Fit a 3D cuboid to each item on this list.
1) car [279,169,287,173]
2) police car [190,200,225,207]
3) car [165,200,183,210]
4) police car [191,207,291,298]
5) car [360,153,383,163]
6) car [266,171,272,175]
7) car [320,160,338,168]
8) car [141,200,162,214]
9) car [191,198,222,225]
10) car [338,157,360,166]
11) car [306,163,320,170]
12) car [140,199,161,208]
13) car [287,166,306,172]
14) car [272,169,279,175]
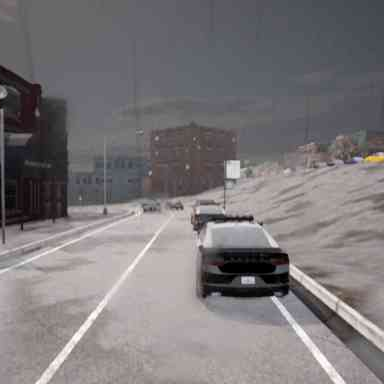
[{"bbox_3d":[21.085,-4.324,71.803,2.002,1.452,4.674,0,1,-1],"label":"car"},{"bbox_3d":[0.976,1.394,18.666,1.930,1.638,5.238,0,0,0],"label":"police car"},{"bbox_3d":[-2.482,1.787,46.248,1.812,1.442,4.674,0,-1,-16],"label":"car"},{"bbox_3d":[1.016,1.407,8.661,1.930,1.638,5.238,0,0,0],"label":"police car"},{"bbox_3d":[22.290,-3.833,38.782,2.097,1.535,5.008,0,1,-4],"label":"car"},{"bbox_3d":[20.796,-4.636,82.993,2.185,1.767,4.553,0,1,-1],"label":"car"},{"bbox_3d":[21.660,-4.051,49.858,2.231,1.521,4.892,0,1,-2],"label":"car"},{"bbox_3d":[-4.436,1.685,37.296,1.994,1.385,4.181,0,-1,-8],"label":"car"},{"bbox_3d":[0.951,1.337,24.531,2.097,1.767,4.553,0,0,0],"label":"car"},{"bbox_3d":[21.916,-3.905,44.317,2.002,1.452,4.674,0,1,-3],"label":"car"},{"bbox_3d":[21.509,-4.139,55.375,2.231,1.521,4.892,0,1,-1],"label":"car"},{"bbox_3d":[-7.404,2.117,58.844,1.837,1.490,4.892,-1,-2,-31],"label":"car"},{"bbox_3d":[21.226,-4.416,66.310,2.185,1.767,4.553,0,1,-1],"label":"car"},{"bbox_3d":[20.938,-4.565,77.475,2.185,1.767,4.553,0,1,-1],"label":"car"}]
